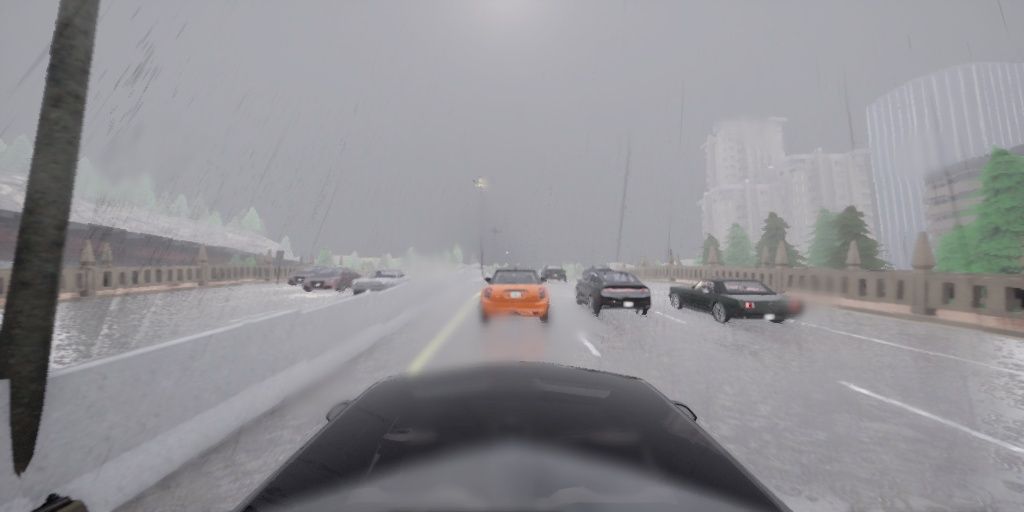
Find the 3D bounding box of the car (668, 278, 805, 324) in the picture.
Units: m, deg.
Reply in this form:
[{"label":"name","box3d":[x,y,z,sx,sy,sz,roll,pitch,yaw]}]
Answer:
[{"label":"car","box3d":[7.109,1.401,12.110,1.895,1.301,4.718,0,0,0]}]

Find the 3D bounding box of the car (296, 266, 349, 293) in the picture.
[{"label":"car","box3d":[-10.560,1.390,21.474,1.994,1.385,4.181,0,0,0]}]

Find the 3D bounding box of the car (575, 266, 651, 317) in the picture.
[{"label":"car","box3d":[3.611,1.295,13.521,2.128,1.511,4.902,0,0,0]}]

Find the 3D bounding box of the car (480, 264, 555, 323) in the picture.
[{"label":"car","box3d":[0.110,1.148,12.442,2.097,1.767,4.553,0,0,0]}]

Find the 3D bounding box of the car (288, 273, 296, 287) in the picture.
[{"label":"car","box3d":[-14.031,1.427,25.729,1.994,1.385,4.181,0,-1,1]}]

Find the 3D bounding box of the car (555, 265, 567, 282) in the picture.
[{"label":"car","box3d":[3.632,1.517,31.786,1.882,1.535,5.008,0,-2,0]}]

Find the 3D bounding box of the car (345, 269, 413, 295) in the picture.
[{"label":"car","box3d":[-7.067,1.423,19.896,1.895,1.301,4.718,0,0,0]}]
